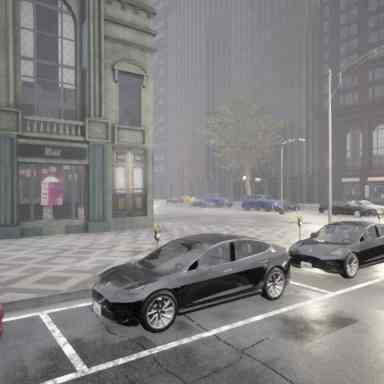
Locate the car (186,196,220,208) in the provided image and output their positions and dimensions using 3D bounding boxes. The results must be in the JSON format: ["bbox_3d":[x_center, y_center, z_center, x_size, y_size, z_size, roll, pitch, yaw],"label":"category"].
[{"bbox_3d":[1.609,1.660,49.754,1.812,1.442,4.674,0,0,-35],"label":"car"}]

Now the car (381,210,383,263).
[{"bbox_3d":[7.007,1.353,8.326,4.553,1.767,2.097,0,0,-35],"label":"car"}]

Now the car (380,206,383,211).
[{"bbox_3d":[17.218,1.581,33.499,1.812,1.442,4.674,0,0,-33],"label":"car"}]

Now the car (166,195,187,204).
[{"bbox_3d":[-3.578,1.682,68.317,1.812,1.442,4.674,0,0,-36],"label":"car"}]

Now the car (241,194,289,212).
[{"bbox_3d":[8.414,1.322,40.218,2.150,2.045,5.566,0,0,-36],"label":"car"}]

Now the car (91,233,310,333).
[{"bbox_3d":[0.199,1.566,6.789,4.313,1.339,1.947,0,0,-35],"label":"car"}]

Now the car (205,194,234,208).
[{"bbox_3d":[4.052,1.338,51.922,2.150,2.045,5.566,0,0,-36],"label":"car"}]

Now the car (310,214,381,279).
[{"bbox_3d":[4.790,1.566,10.059,4.313,1.339,1.947,0,0,-35],"label":"car"}]

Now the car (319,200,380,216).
[{"bbox_3d":[14.574,1.549,31.605,1.882,1.535,5.008,0,0,-37],"label":"car"}]

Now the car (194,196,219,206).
[{"bbox_3d":[2.536,1.603,59.835,1.882,1.535,5.008,0,0,-35],"label":"car"}]

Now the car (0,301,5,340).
[{"bbox_3d":[-4.391,1.582,3.518,4.206,1.307,1.802,0,0,-35],"label":"car"}]

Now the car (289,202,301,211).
[{"bbox_3d":[11.062,1.633,42.110,2.033,1.411,5.357,0,0,-35],"label":"car"}]

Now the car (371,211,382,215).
[{"bbox_3d":[9.381,1.552,13.330,4.403,1.369,2.008,0,0,-35],"label":"car"}]
